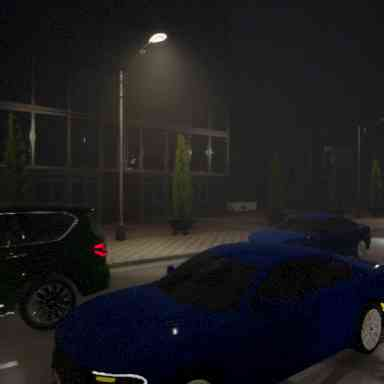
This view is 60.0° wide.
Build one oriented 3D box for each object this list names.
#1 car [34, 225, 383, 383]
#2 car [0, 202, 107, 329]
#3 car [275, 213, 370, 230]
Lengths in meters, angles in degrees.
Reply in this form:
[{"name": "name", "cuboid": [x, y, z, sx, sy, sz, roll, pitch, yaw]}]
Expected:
[{"name": "car", "cuboid": [0.785, 1.481, 4.539, 5.008, 1.535, 1.882, 0, 0, -35]}, {"name": "car", "cuboid": [-4.121, 1.222, 5.340, 5.566, 2.045, 2.150, 0, 0, -36]}, {"name": "car", "cuboid": [4.021, 1.487, 11.151, 5.008, 1.535, 1.882, 0, 0, -35]}]
